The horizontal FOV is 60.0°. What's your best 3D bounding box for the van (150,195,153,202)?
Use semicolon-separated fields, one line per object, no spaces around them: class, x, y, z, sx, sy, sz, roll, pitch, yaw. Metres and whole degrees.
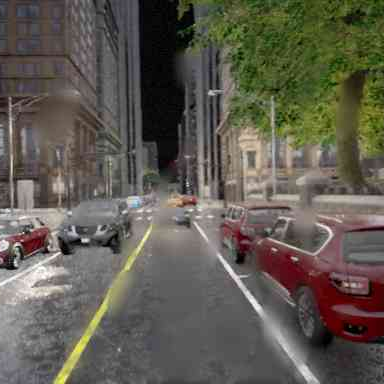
van;-9.809;1.633;70.666;1.690;1.788;3.998;-1;0;-3

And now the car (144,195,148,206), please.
car;-8.847;1.683;54.370;1.967;1.590;4.097;-1;0;-3

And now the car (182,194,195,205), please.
car;-0.662;1.379;60.312;2.192;1.841;5.009;-1;0;-3

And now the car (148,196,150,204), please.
car;-9.165;1.803;59.802;1.887;1.381;4.507;-1;0;-3

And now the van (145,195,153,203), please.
van;-10.449;1.666;81.530;1.690;1.788;3.998;-1;0;-3

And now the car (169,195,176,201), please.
car;-5.189;1.645;90.231;1.837;1.490;4.892;-1;0;-3

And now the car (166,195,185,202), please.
car;-2.214;1.571;41.599;1.882;1.535;5.008;-1;1;-3

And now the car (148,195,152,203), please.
car;-9.484;1.841;65.234;1.947;1.339;4.313;-1;0;-3

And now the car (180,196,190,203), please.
car;-1.616;1.665;76.606;2.008;1.369;4.403;-1;0;-3

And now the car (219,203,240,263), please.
car;2.195;1.275;11.812;2.192;1.841;5.009;-1;0;-3

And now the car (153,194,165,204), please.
car;-7.104;1.757;71.773;2.128;1.511;4.902;-1;0;-3

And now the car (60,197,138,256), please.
car;-3.809;1.320;14.159;2.150;2.045;5.566;-1;0;-3

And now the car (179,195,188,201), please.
car;-2.258;1.588;87.469;1.967;1.590;4.097;-1;0;-3

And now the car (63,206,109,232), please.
car;-6.957;1.737;22.328;1.947;1.339;4.313;-1;0;-3

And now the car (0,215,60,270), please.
car;-6.310;1.594;11.299;1.967;1.590;4.097;-1;0;-3

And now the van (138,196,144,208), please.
van;-8.529;1.569;48.939;1.690;1.788;3.998;-1;0;-3

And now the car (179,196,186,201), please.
car;-2.575;1.747;92.900;1.802;1.307;4.206;-1;0;-3

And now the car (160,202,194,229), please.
car;-1.117;1.601;22.352;1.994;1.385;4.181;-1;0;-2

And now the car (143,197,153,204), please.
car;-10.124;1.853;76.098;1.887;1.381;4.507;-1;0;-3

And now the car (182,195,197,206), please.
car;-0.342;1.364;54.881;2.192;1.841;5.009;-1;0;-3

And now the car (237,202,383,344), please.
car;2.520;1.264;6.297;2.192;1.841;5.009;-1;0;-3

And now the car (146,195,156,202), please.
car;-10.769;1.657;86.962;2.192;1.841;5.009;-1;0;-3
